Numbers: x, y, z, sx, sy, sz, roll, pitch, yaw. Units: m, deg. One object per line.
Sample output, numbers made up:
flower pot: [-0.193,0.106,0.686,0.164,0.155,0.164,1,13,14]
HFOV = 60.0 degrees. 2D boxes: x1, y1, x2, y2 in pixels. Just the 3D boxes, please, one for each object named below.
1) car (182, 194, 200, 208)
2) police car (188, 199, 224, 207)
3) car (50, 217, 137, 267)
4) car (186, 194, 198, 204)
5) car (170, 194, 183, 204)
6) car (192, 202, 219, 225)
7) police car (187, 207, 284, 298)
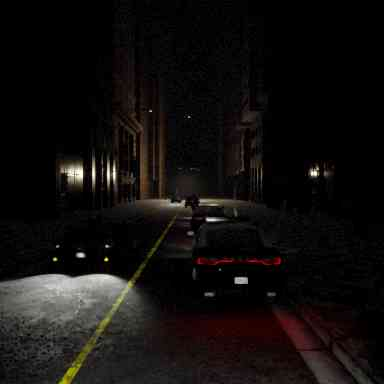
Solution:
car: [0.055,1.299,46.789,2.097,1.767,4.553,0,0,0]
police car: [0.915,1.413,18.698,1.930,1.638,5.238,0,0,0]
car: [-3.091,1.558,11.208,1.994,1.385,4.181,0,0,0]
car: [0.051,1.272,60.082,2.097,1.767,4.553,0,0,0]
car: [-2.949,1.409,61.245,2.128,1.511,4.902,0,0,0]
car: [0.920,1.507,24.588,1.812,1.442,4.674,0,0,0]
police car: [0.906,1.421,8.696,1.930,1.638,5.238,0,0,0]
